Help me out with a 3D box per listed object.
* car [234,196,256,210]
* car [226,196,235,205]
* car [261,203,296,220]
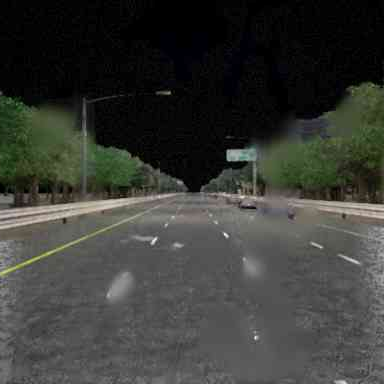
[{"bbox_3d":[7.094,1.559,43.474,1.994,1.385,4.181,0,0,0],"label":"car"},{"bbox_3d":[7.179,1.468,59.443,2.128,1.511,4.902,0,0,0],"label":"car"},{"bbox_3d":[7.035,1.599,27.701,1.895,1.301,4.718,0,0,0],"label":"car"}]
